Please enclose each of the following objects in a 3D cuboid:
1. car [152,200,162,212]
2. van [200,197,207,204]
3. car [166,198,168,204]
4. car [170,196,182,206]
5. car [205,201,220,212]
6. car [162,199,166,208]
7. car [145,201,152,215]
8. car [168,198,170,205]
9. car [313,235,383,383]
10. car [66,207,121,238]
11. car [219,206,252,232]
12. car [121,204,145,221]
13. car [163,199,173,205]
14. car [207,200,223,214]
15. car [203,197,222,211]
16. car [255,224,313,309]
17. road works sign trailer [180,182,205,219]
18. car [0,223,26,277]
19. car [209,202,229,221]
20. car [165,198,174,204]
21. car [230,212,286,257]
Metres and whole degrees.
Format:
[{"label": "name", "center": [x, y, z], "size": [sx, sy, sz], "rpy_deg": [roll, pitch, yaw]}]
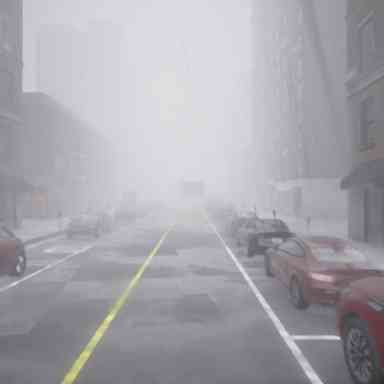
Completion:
[{"label": "car", "center": [-5.676, 1.976, 46.404], "size": [1.887, 1.381, 4.507], "rpy_deg": [0, -1, 0]}, {"label": "van", "center": [2.843, 2.126, 85.087], "size": [1.690, 1.788, 3.998], "rpy_deg": [0, -1, 0]}, {"label": "car", "center": [-5.678, 2.098, 57.454], "size": [1.947, 1.339, 4.313], "rpy_deg": [0, -1, 0]}, {"label": "car", "center": [-3.013, 1.882, 71.739], "size": [2.150, 2.045, 5.566], "rpy_deg": [0, -1, 0]}, {"label": "car", "center": [2.850, 1.959, 46.592], "size": [1.752, 1.417, 4.829], "rpy_deg": [0, -1, 0]}, {"label": "car", "center": [-5.677, 2.048, 51.929], "size": [1.947, 1.339, 4.313], "rpy_deg": [0, -1, 0]}, {"label": "car", "center": [-5.674, 1.912, 35.355], "size": [1.802, 1.307, 4.206], "rpy_deg": [0, -1, 0]}, {"label": "car", "center": [-5.681, 2.266, 74.028], "size": [1.802, 1.307, 4.206], "rpy_deg": [0, -1, 0]}, {"label": "car", "center": [2.858, 1.338, 2.236], "size": [2.192, 1.841, 5.009], "rpy_deg": [0, -1, 0]}, {"label": "car", "center": [-5.671, 1.728, 18.780], "size": [2.008, 1.369, 4.403], "rpy_deg": [0, -1, 0]}, {"label": "car", "center": [2.855, 1.728, 18.805], "size": [2.008, 1.369, 4.403], "rpy_deg": [0, -1, 0]}, {"label": "car", "center": [-5.673, 1.824, 29.830], "size": [1.887, 1.381, 4.507], "rpy_deg": [0, -1, 0]}, {"label": "car", "center": [-5.682, 2.300, 79.553], "size": [1.947, 1.339, 4.313], "rpy_deg": [0, -1, 0]}, {"label": "car", "center": [2.852, 1.858, 35.545], "size": [1.752, 1.417, 4.829], "rpy_deg": [0, -1, 0]}, {"label": "car", "center": [2.851, 1.696, 40.900], "size": [2.192, 1.841, 5.009], "rpy_deg": [0, -1, 0]}, {"label": "car", "center": [2.857, 1.656, 7.757], "size": [1.802, 1.307, 4.206], "rpy_deg": [0, -1, 0]}, {"label": "road works sign trailer", "center": [-0.006, 0.771, 32.764], "size": [2.380, 3.560, 2.880], "rpy_deg": [0, -1, 0]}, {"label": "car", "center": [-5.669, 1.514, 7.731], "size": [1.967, 1.590, 4.097], "rpy_deg": [0, -1, 0]}, {"label": "car", "center": [2.853, 1.846, 29.851], "size": [1.947, 1.339, 4.313], "rpy_deg": [0, -1, 0]}, {"label": "car", "center": [-5.683, 2.225, 85.079], "size": [1.967, 1.590, 4.097], "rpy_deg": [0, -1, 0]}, {"label": "car", "center": [2.856, 1.692, 13.280], "size": [1.947, 1.339, 4.313], "rpy_deg": [0, -1, 0]}]
